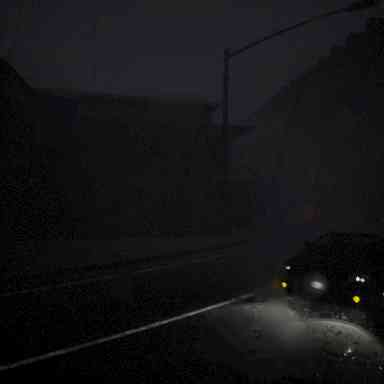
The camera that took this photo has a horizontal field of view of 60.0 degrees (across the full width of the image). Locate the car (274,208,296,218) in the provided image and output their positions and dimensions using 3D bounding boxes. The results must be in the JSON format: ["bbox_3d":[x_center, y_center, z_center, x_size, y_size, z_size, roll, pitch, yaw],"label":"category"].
[{"bbox_3d":[13.932,3.166,49.989,1.994,1.385,4.181,2,-2,-10],"label":"car"}]

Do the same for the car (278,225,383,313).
[{"bbox_3d":[3.809,1.697,8.089,1.994,1.385,4.181,0,-1,42],"label":"car"}]

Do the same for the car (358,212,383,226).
[{"bbox_3d":[18.769,2.721,33.638,2.033,1.411,5.357,1,-2,5],"label":"car"}]
